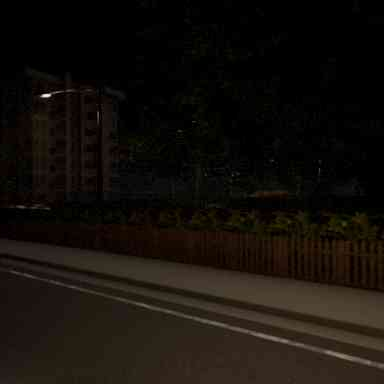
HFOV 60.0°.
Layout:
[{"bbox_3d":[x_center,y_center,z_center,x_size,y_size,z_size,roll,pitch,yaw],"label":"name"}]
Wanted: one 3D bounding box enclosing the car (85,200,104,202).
[{"bbox_3d":[-9.365,1.644,34.564,2.097,1.767,4.553,-1,0,36],"label":"car"}]
